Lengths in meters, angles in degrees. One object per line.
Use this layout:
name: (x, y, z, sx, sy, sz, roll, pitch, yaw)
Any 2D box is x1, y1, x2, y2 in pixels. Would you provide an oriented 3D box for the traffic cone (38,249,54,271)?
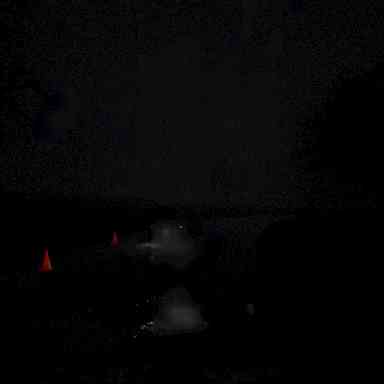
traffic cone: (-4.244, 1.958, 9.677, 0.340, 0.580, 0.340, 0, 0, 7)

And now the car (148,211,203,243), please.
car: (-0.696, 1.648, 16.664, 1.994, 1.385, 4.181, 0, -1, 13)
